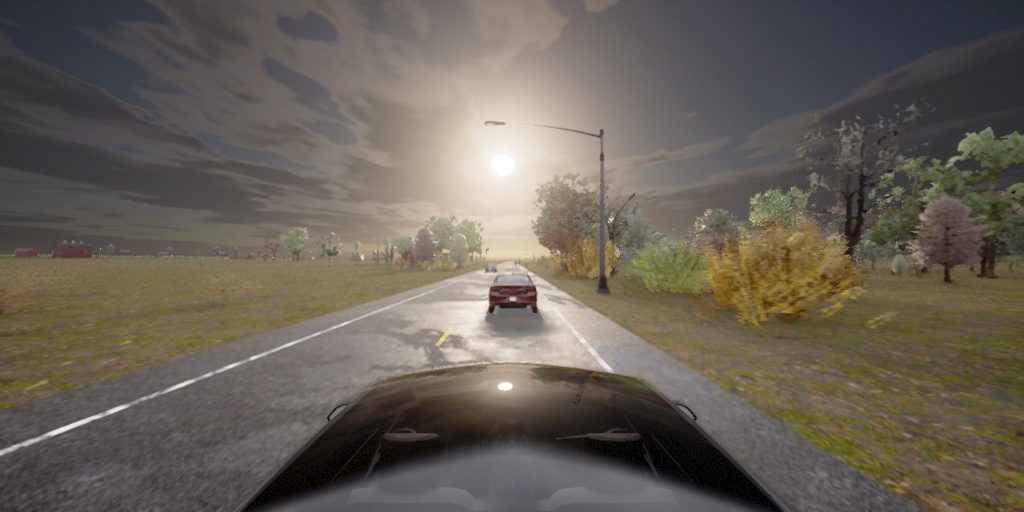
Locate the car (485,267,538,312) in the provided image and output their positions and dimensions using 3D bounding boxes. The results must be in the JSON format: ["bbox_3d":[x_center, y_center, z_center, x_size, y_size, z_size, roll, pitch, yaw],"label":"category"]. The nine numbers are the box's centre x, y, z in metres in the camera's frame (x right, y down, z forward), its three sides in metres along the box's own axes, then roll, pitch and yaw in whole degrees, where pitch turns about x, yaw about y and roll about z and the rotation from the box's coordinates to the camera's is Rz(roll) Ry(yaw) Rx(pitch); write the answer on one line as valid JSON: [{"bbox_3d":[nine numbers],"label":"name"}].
[{"bbox_3d":[0.056,1.410,15.306,1.882,1.535,5.008,0,0,0],"label":"car"}]

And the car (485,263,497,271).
[{"bbox_3d":[-3.544,2.014,60.578,2.128,1.511,4.902,0,-1,1],"label":"car"}]
